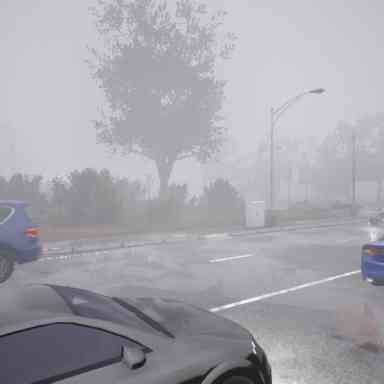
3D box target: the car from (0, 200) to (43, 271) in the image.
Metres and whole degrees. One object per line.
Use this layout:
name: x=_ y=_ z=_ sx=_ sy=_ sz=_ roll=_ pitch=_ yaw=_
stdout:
car: x=-6.583 y=1.221 z=7.885 sx=5.566 sy=2.045 sz=2.150 roll=0 pitch=0 yaw=-36

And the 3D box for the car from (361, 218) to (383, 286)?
car: x=6.126 y=1.478 z=8.155 sx=5.008 sy=1.535 sz=1.882 roll=0 pitch=0 yaw=-36

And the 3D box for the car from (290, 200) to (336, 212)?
car: x=13.510 y=1.601 z=38.068 sx=1.895 sy=1.301 sz=4.718 roll=0 pitch=0 yaw=-32

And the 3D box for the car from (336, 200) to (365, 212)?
car: x=17.366 y=1.601 z=38.669 sx=1.895 sy=1.301 sz=4.718 roll=0 pitch=0 yaw=-34

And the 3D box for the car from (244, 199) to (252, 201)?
car: x=7.617 y=1.467 z=53.723 sx=2.128 sy=1.511 sz=4.902 roll=0 pitch=0 yaw=-33

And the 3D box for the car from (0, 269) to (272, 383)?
car: x=-1.251 y=1.564 z=2.856 sx=4.181 sy=1.385 sz=1.994 roll=0 pitch=0 yaw=-36

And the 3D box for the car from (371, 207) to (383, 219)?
car: x=13.822 y=1.526 z=22.435 sx=4.674 sy=1.442 sz=1.812 roll=0 pitch=1 yaw=-40
